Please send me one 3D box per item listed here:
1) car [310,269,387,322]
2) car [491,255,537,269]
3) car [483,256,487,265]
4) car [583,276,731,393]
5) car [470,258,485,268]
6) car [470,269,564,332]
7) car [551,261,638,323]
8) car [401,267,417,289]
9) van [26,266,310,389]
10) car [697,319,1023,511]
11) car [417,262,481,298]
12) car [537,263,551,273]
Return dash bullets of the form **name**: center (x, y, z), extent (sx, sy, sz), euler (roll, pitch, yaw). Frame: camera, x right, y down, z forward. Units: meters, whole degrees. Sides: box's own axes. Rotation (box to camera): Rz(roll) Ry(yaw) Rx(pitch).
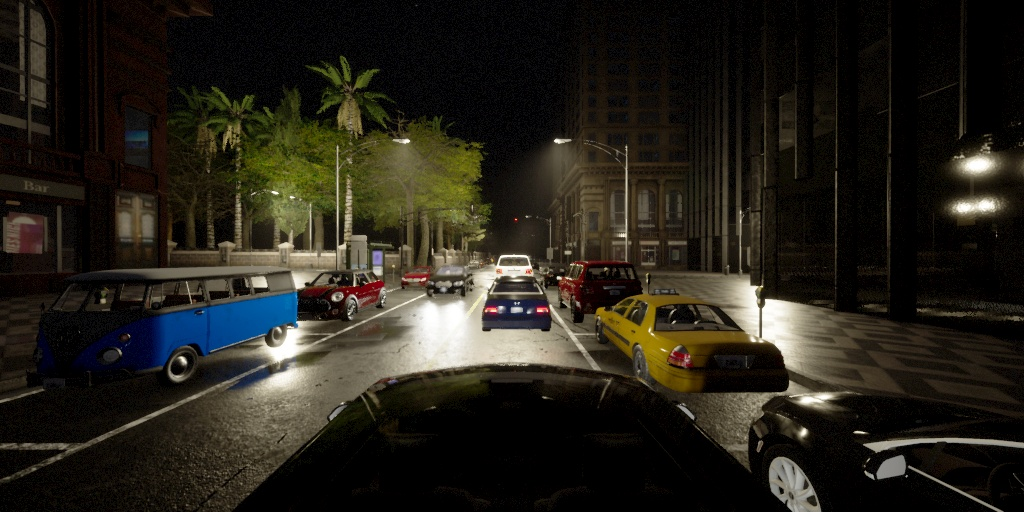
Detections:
- **car**: center (-5.759, 1.188, 12.036), extent (1.967, 1.591, 4.097), euler (0, 0, 0)
- **car**: center (0.109, 0.968, 21.408), extent (2.150, 2.045, 5.566), euler (0, 0, 0)
- **car**: center (-5.737, 1.160, 60.168), extent (1.967, 1.591, 4.097), euler (0, 0, 0)
- **car**: center (2.764, 1.275, 6.761), extent (1.751, 1.417, 4.829), euler (0, 0, 0)
- **car**: center (-5.739, 1.275, 54.748), extent (2.007, 1.370, 4.403), euler (0, 0, 0)
- **car**: center (0.106, 1.296, 10.837), extent (2.033, 1.411, 5.357), euler (0, 0, 0)
- **car**: center (2.767, 1.063, 12.016), extent (2.192, 1.841, 5.009), euler (0, 0, 0)
- **car**: center (-5.754, 1.327, 22.888), extent (1.802, 1.307, 4.207), euler (0, 0, 0)
- **van**: center (-5.761, 1.090, 6.609), extent (1.690, 1.789, 3.998), euler (0, 0, 0)
- **car**: center (2.762, 1.300, 1.165), extent (2.007, 1.370, 4.403), euler (0, 0, 0)
- **car**: center (-3.041, 1.239, 18.502), extent (2.128, 1.511, 4.902), euler (0, 0, 1)
- **car**: center (2.772, 1.311, 22.867), extent (1.948, 1.339, 4.313), euler (0, 0, 0)
